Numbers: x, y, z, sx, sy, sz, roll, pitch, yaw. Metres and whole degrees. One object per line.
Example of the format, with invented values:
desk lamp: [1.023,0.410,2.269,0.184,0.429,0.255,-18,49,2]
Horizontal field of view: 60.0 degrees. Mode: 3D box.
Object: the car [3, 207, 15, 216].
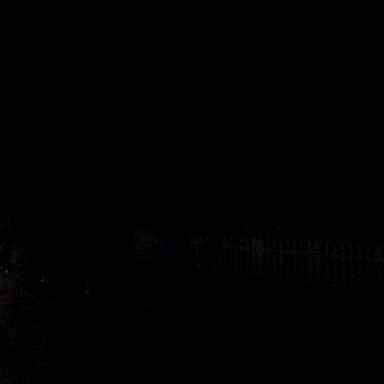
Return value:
car: [-21.542,1.985,36.130,1.812,1.442,4.674,-1,0,37]
